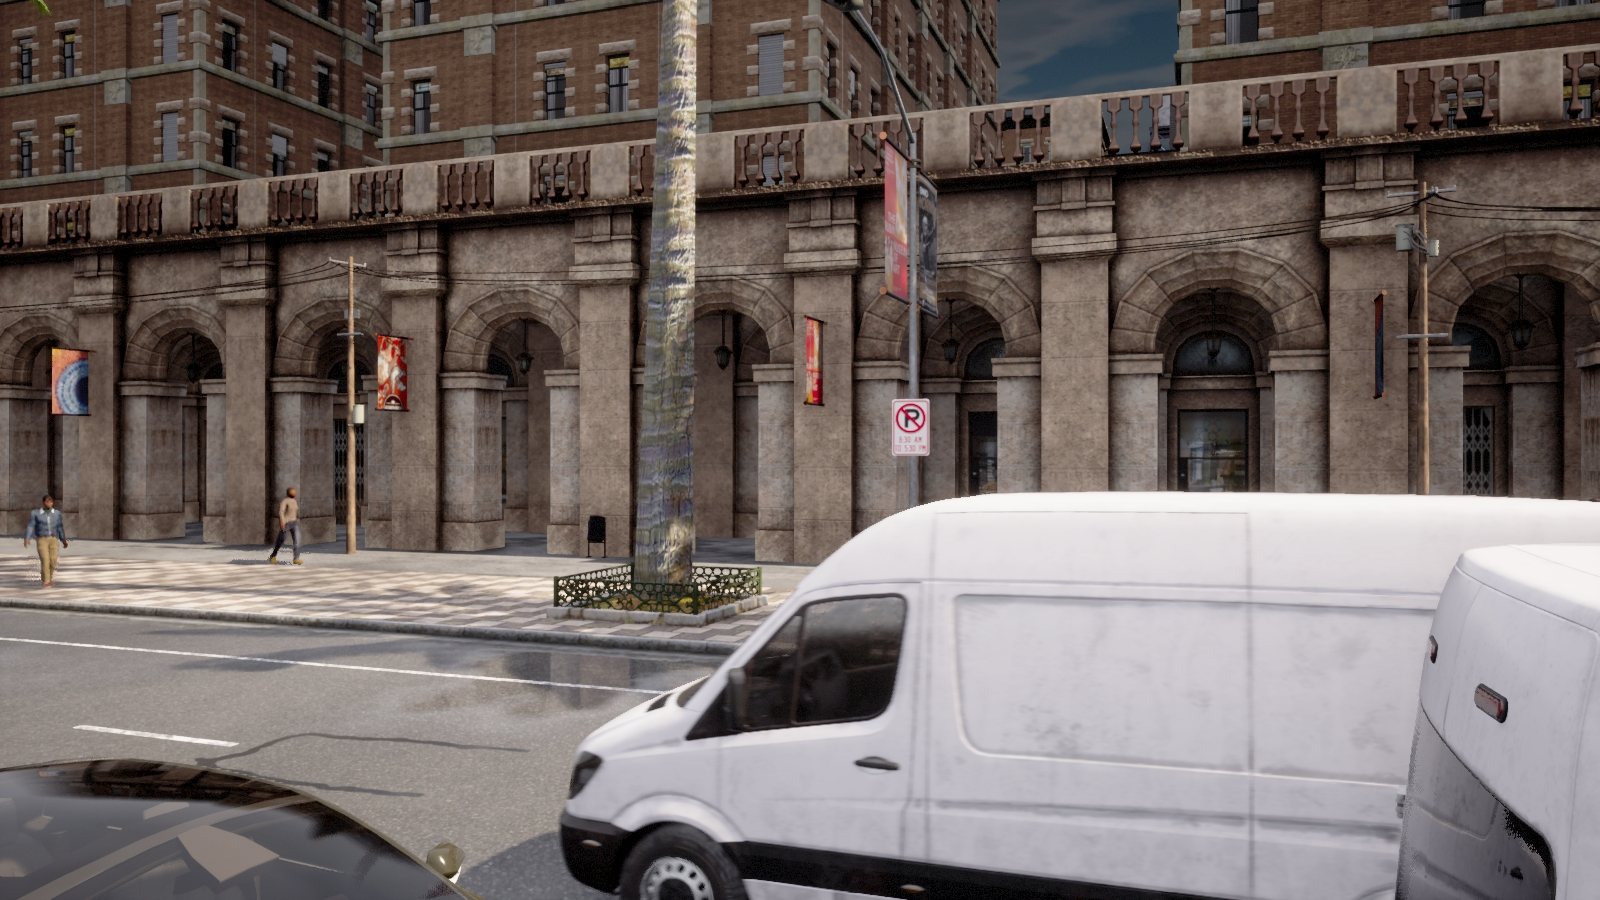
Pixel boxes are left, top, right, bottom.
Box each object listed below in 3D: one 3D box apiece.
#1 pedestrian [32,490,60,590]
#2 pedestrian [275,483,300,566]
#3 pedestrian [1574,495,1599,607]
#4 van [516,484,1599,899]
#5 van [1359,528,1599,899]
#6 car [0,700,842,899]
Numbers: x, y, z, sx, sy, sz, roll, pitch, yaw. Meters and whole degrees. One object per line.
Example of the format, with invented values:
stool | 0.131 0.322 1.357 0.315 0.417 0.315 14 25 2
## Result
pedestrian | -14.371 1.696 21.776 0.375 1.860 0.375 0 0 45
pedestrian | -11.755 1.696 26.201 0.375 1.860 0.375 0 0 20
pedestrian | 13.393 1.696 19.351 0.375 1.860 0.375 0 0 20
van | 1.487 1.534 6.488 5.915 2.561 1.988 0 0 20
van | 4.249 1.534 1.754 5.915 2.561 1.988 0 0 20
car | -2.519 2.061 4.220 4.892 1.480 2.231 0 0 20
